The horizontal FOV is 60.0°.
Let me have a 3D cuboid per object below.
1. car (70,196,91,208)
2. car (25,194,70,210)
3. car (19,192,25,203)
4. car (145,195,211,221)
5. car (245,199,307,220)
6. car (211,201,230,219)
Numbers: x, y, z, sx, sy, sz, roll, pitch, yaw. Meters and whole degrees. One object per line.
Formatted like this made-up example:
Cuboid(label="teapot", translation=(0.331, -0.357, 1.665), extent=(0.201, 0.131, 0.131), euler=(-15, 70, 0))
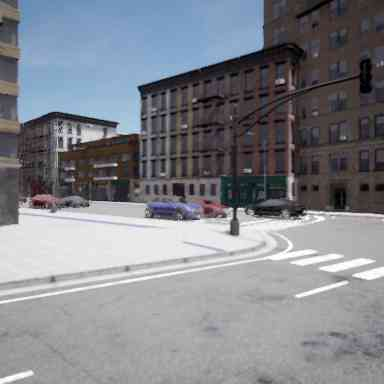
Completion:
Cuboid(label="car", translation=(-13.527, 1.132, 38.312), extent=(4.181, 1.385, 1.994), euler=(1, 0, 40))
Cuboid(label="car", translation=(-15.566, 1.028, 35.776), extent=(5.008, 1.535, 1.882), euler=(1, 0, 40))
Cuboid(label="car", translation=(-26.219, 0.753, 49.228), extent=(4.902, 1.511, 2.128), euler=(1, 0, 41))
Cuboid(label="car", translation=(-1.278, 1.092, 24.413), extent=(4.553, 1.767, 2.097), euler=(1, 0, 38))
Cuboid(label="car", translation=(6.612, 1.309, 26.755), extent=(5.008, 1.535, 1.882), euler=(1, 0, 41))
Cuboid(label="car", translation=(0.867, 1.286, 26.882), extent=(4.674, 1.442, 1.812), euler=(1, 1, 38))
